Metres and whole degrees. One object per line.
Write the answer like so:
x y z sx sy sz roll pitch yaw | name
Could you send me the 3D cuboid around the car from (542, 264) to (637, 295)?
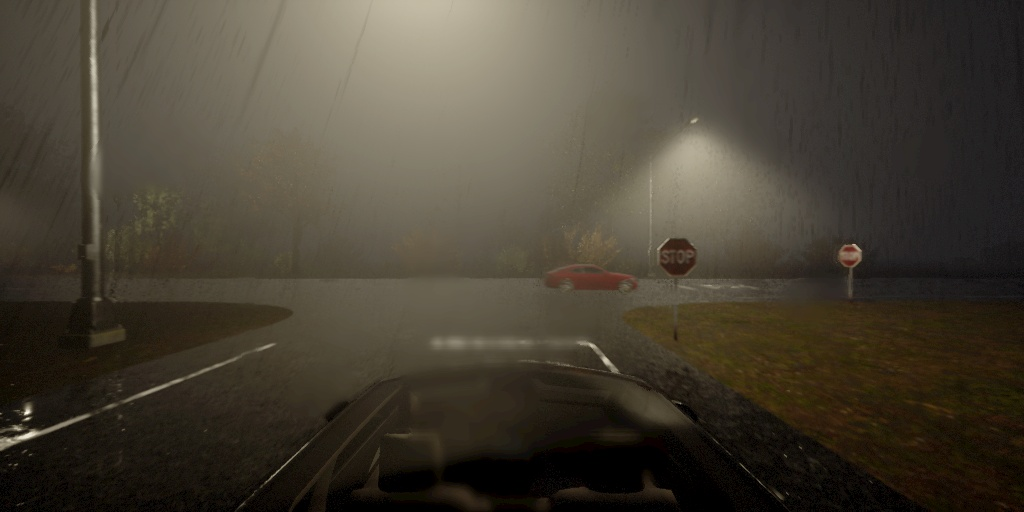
3.854 1.137 17.971 4.674 1.442 1.812 0 0 -1 | car
